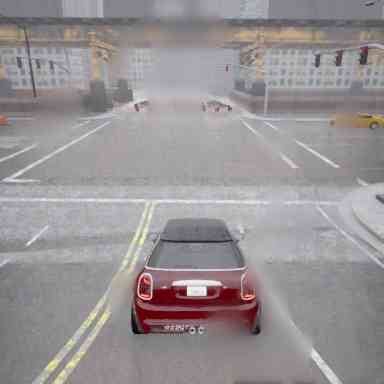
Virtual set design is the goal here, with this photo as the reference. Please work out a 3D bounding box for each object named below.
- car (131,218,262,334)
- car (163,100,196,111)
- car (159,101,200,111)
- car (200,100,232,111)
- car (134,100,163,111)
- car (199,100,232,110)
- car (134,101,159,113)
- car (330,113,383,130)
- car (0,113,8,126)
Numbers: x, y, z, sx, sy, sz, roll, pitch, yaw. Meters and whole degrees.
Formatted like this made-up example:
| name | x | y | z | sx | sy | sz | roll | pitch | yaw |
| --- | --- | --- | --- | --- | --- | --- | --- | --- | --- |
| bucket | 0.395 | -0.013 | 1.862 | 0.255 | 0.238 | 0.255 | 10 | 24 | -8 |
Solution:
| name | x | y | z | sx | sy | sz | roll | pitch | yaw |
| --- | --- | --- | --- | --- | --- | --- | --- | --- | --- |
| car | 0.082 | 1.343 | 7.133 | 2.097 | 1.767 | 4.553 | 0 | 5 | 0 |
| car | -1.801 | -12.810 | 49.064 | 4.536 | 1.218 | 1.853 | -13 | 23 | -33 |
| car | -1.844 | -12.651 | 49.087 | 4.974 | 1.542 | 2.038 | -13 | 23 | -33 |
| car | 3.539 | -12.871 | 49.721 | 4.974 | 1.542 | 2.038 | 11 | 22 | 28 |
| car | -6.488 | -12.843 | 49.155 | 4.536 | 1.218 | 1.853 | 18 | 26 | 42 |
| car | 3.494 | -13.029 | 49.693 | 4.536 | 1.218 | 1.853 | 11 | 22 | 28 |
| car | -6.451 | -12.682 | 49.173 | 4.974 | 1.542 | 2.038 | 18 | 26 | 42 |
| car | 16.663 | -7.256 | 33.751 | 5.008 | 1.535 | 1.882 | 0 | 19 | 1 |
| car | -21.880 | -7.665 | 34.512 | 4.553 | 1.767 | 2.097 | 0 | 19 | 1 |
